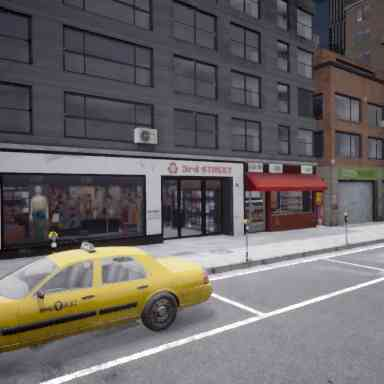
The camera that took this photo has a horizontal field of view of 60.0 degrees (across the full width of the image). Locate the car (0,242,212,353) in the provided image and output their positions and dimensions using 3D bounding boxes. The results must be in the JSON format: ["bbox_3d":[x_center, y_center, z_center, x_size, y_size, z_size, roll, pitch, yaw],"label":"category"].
[{"bbox_3d":[-1.919,1.525,5.289,4.829,1.417,1.752,0,-1,-35],"label":"car"}]
